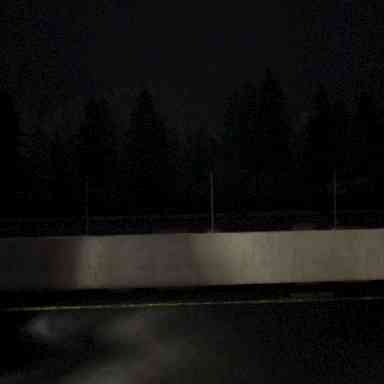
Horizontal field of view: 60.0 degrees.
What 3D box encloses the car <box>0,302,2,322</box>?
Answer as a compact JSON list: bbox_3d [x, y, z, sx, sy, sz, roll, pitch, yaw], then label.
[{"bbox_3d":[-5.377,1.578,4.589,5.008,1.535,1.882,-1,0,-1],"label":"car"}]
